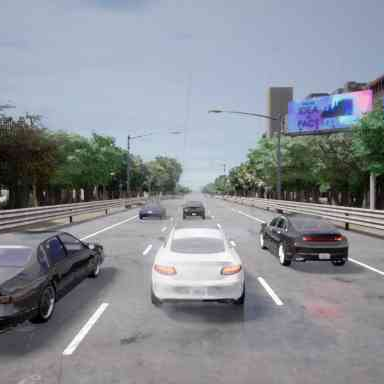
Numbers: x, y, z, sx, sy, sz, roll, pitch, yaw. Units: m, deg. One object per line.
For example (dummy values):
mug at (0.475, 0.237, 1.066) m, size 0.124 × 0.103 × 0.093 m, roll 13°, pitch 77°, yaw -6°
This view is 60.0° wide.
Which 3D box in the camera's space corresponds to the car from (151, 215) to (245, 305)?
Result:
car at (0.119, 1.526, 7.976) m, size 1.812 × 1.442 × 4.674 m, roll 0°, pitch 0°, yaw 0°

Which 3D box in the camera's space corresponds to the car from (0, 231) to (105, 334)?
car at (-3.383, 1.547, 7.083) m, size 2.033 × 1.411 × 5.357 m, roll 0°, pitch 0°, yaw 0°

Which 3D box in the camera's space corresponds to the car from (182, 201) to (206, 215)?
car at (0.171, 1.504, 28.580) m, size 1.837 × 1.490 × 4.892 m, roll 0°, pitch 0°, yaw 0°

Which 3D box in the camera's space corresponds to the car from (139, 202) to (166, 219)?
car at (-3.331, 1.563, 28.630) m, size 1.994 × 1.385 × 4.181 m, roll 0°, pitch 0°, yaw 0°

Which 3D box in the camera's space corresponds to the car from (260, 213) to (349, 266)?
car at (3.628, 1.504, 11.519) m, size 1.837 × 1.490 × 4.892 m, roll 0°, pitch 0°, yaw 0°
